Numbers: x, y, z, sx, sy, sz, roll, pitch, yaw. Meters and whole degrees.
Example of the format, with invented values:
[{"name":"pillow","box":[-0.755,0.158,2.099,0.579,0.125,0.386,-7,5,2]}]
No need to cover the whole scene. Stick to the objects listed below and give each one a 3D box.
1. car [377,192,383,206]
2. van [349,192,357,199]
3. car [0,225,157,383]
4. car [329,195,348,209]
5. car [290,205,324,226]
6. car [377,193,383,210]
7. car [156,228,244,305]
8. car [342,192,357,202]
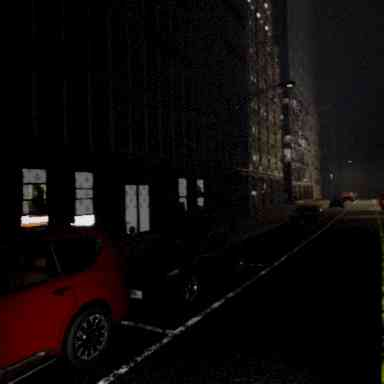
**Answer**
[{"name":"car","box":[27.954,0.955,47.839,2.097,1.767,4.553,-2,-1,28]},{"name":"van","box":[39.682,0.863,81.953,1.690,1.788,3.998,-1,0,28]},{"name":"car","box":[-2.828,1.435,3.724,2.192,1.841,5.009,-2,-1,30]},{"name":"car","box":[18.623,1.419,42.775,1.802,1.307,4.206,-2,0,28]},{"name":"car","box":[8.087,1.553,23.181,1.947,1.339,4.313,-2,0,28]},{"name":"car","box":[22.110,1.038,36.918,2.097,1.767,4.553,-2,-1,29]},{"name":"car","box":[-0.059,1.655,8.549,1.947,1.339,4.313,-2,-1,30]},{"name":"car","box":[29.148,0.999,62.364,2.192,1.841,5.009,-1,0,28]}]
